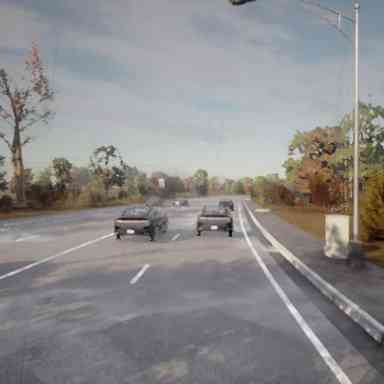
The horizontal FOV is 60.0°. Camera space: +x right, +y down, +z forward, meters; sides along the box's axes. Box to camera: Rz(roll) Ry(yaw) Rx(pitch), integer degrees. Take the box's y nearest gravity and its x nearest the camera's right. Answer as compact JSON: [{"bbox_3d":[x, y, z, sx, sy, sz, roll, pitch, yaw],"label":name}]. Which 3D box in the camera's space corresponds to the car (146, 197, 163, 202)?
[{"bbox_3d":[-5.479,1.462,48.866,1.837,1.490,4.892,0,-1,8],"label":"car"}]

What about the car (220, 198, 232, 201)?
[{"bbox_3d":[4.105,1.502,40.268,1.837,1.490,4.892,0,0,8],"label":"car"}]

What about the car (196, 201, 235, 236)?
[{"bbox_3d":[1.316,1.490,18.348,2.128,1.511,4.902,0,0,6],"label":"car"}]

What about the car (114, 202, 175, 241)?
[{"bbox_3d":[-2.385,1.477,16.548,2.128,1.511,4.902,0,0,5],"label":"car"}]

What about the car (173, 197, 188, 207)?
[{"bbox_3d":[-1.733,1.461,50.366,2.128,1.511,4.902,0,0,8],"label":"car"}]
